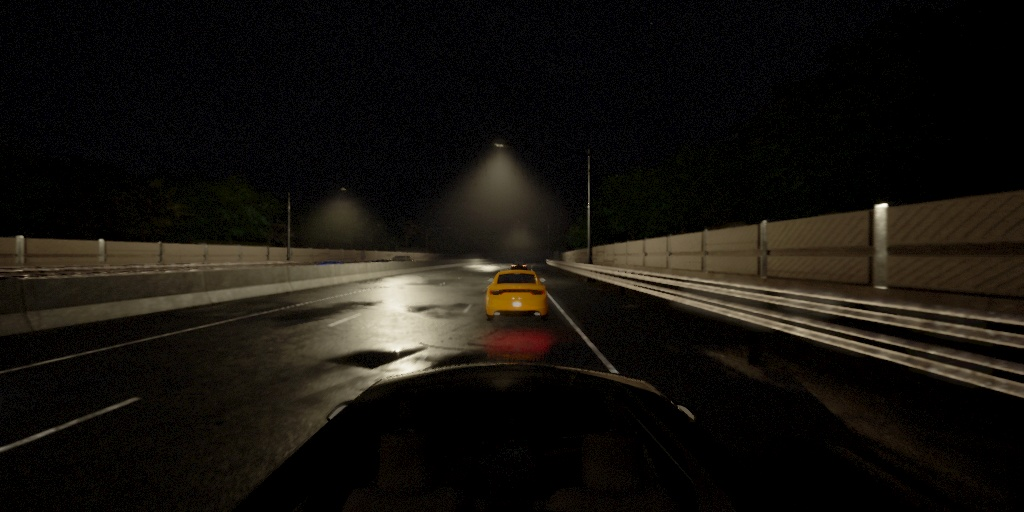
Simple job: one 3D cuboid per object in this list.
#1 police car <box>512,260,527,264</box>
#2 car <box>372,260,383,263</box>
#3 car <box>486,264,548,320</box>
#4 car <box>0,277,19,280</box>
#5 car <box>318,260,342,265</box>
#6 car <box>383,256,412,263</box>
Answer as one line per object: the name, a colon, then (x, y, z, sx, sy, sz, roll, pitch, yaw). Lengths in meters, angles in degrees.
police car: (0.901, 1.301, 43.711, 2.038, 1.542, 4.974, 0, 0, 2)
car: (-19.835, 1.288, 54.428, 1.837, 1.490, 4.892, 0, 0, 3)
car: (0.172, 1.226, 12.673, 1.882, 1.535, 5.008, 0, 0, 1)
car: (-17.548, 1.228, 10.440, 2.128, 1.511, 4.902, 0, 0, 1)
car: (-23.678, 1.287, 46.644, 1.812, 1.442, 4.674, 0, 0, 3)
car: (-16.426, 1.008, 52.703, 2.150, 2.045, 5.566, 0, 0, 3)
